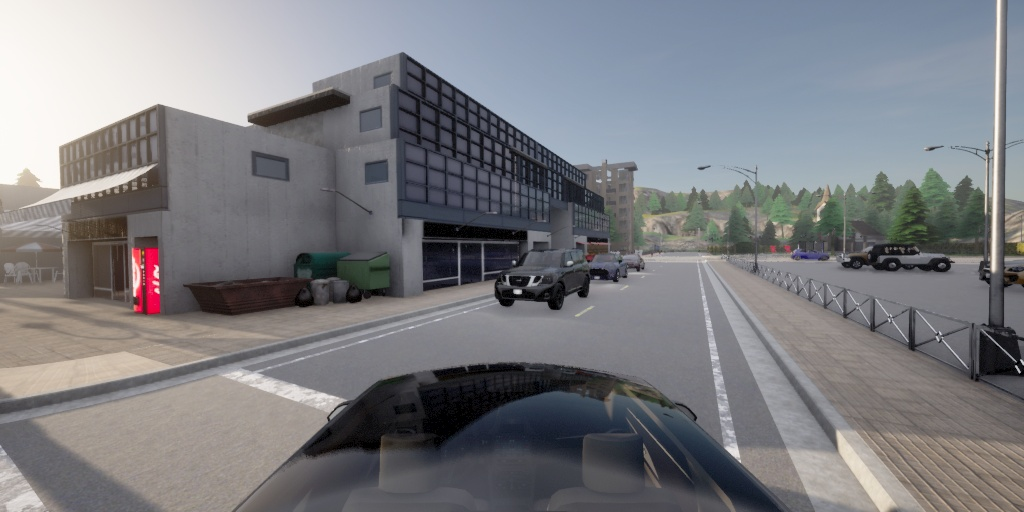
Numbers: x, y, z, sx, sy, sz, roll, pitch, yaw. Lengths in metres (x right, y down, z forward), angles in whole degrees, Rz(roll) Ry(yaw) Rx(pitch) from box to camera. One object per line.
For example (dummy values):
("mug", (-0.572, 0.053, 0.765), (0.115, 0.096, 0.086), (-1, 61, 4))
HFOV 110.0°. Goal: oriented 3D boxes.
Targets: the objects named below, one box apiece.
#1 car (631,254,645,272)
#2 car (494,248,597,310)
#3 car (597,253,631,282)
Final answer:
("car", (10.563, 0.547, 31.730), (1.812, 1.442, 4.674), (0, 1, 27))
("car", (1.429, 0.725, 13.860), (2.150, 2.045, 5.566), (0, 1, 27))
("car", (5.904, 0.619, 22.620), (2.097, 1.767, 4.553), (0, 1, 27))
